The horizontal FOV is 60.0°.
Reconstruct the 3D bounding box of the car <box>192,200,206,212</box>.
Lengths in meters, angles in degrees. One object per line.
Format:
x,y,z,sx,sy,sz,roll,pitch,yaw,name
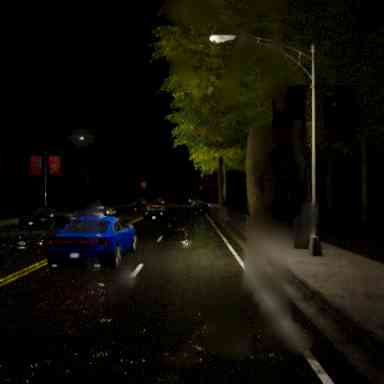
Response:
0.972,1.932,47.672,1.837,1.490,4.892,0,-1,0,car

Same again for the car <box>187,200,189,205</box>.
-0.005,2.098,70.992,1.994,1.385,4.181,0,-1,0,car

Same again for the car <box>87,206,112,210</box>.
-6.601,1.740,23.690,2.033,1.411,5.357,0,0,0,car

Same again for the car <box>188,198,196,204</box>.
-0.007,2.409,89.950,2.033,1.411,5.357,0,-1,0,car

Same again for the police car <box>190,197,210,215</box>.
0.972,1.750,37.783,1.930,1.638,5.238,0,-1,0,police car

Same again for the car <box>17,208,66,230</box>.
-9.850,1.745,22.298,1.994,1.385,4.181,0,-1,0,car

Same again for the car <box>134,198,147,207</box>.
-9.779,1.949,63.438,2.097,1.767,4.553,0,-1,0,car

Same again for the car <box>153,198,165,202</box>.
-6.517,1.977,66.032,2.097,1.767,4.553,0,-1,0,car

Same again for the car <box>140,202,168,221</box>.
-3.152,1.849,29.811,1.895,1.301,4.718,0,-1,0,car

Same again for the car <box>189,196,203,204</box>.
0.972,1.716,53.705,2.150,2.045,5.566,0,-1,0,car

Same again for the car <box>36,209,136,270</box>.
-3.150,1.567,11.392,1.882,1.535,5.008,0,0,0,car
